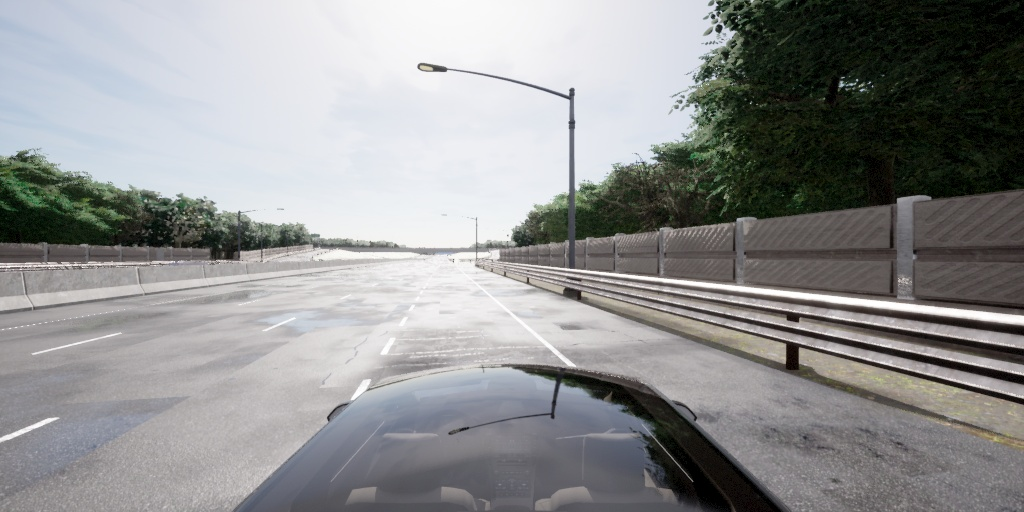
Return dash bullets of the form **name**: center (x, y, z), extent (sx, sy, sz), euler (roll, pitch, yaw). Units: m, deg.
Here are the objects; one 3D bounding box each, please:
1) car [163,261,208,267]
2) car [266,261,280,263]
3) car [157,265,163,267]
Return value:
- **car**: center (-35.542, 1.305, 39.724), extent (1.812, 1.442, 4.674), euler (0, 0, -11)
- **car**: center (-34.120, 1.362, 51.439), extent (1.994, 1.385, 4.181), euler (0, 0, -10)
- **car**: center (-39.640, 1.332, 42.627), extent (2.033, 1.411, 5.357), euler (0, 0, -10)
